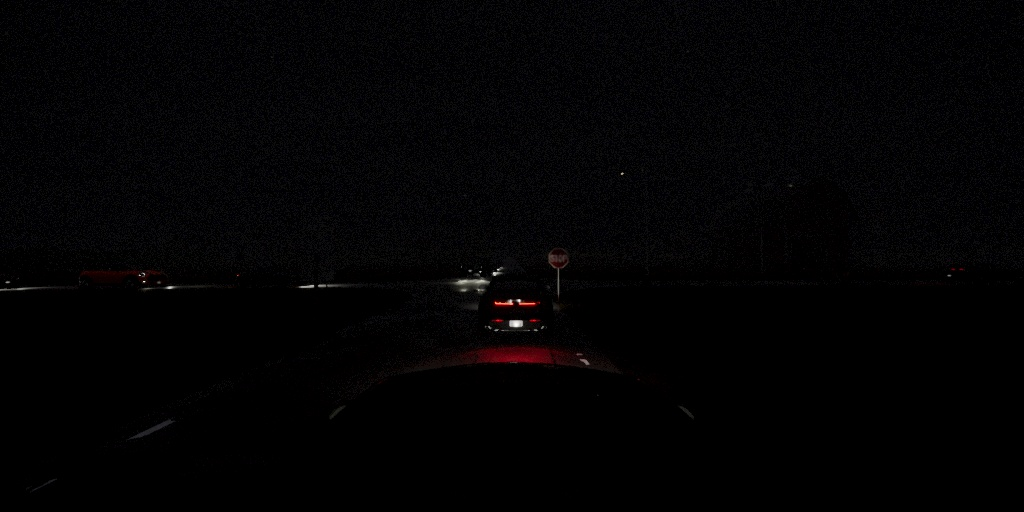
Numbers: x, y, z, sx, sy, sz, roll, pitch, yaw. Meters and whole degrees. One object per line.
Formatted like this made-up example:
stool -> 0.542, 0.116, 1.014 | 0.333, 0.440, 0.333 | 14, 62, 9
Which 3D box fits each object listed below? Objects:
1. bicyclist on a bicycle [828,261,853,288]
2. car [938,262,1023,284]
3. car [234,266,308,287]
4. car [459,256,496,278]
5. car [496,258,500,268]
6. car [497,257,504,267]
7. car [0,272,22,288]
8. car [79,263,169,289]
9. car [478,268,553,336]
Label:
bicyclist on a bicycle -> 19.925, 1.101, 21.760 | 0.582, 1.620, 1.656 | 0, 0, 0
car -> 32.735, 1.147, 24.876 | 4.902, 1.511, 2.128 | 0, -1, 0
car -> -16.402, 1.392, 24.548 | 4.181, 1.385, 1.994 | 0, -1, -1
car -> -3.373, 0.995, 34.656 | 2.150, 2.045, 5.566 | 0, 0, 8
car -> -2.895, 1.289, 46.898 | 1.837, 1.490, 4.892 | 0, 0, 0
car -> -2.861, 1.344, 59.200 | 2.033, 1.411, 5.357 | 0, 0, 1
car -> -36.643, 1.526, 24.428 | 4.674, 1.442, 1.812 | -1, -1, 0
car -> -26.367, 1.259, 24.493 | 4.553, 1.767, 2.097 | -1, -1, 0
car -> 0.089, 1.258, 10.388 | 1.837, 1.490, 4.892 | 0, 0, 0
